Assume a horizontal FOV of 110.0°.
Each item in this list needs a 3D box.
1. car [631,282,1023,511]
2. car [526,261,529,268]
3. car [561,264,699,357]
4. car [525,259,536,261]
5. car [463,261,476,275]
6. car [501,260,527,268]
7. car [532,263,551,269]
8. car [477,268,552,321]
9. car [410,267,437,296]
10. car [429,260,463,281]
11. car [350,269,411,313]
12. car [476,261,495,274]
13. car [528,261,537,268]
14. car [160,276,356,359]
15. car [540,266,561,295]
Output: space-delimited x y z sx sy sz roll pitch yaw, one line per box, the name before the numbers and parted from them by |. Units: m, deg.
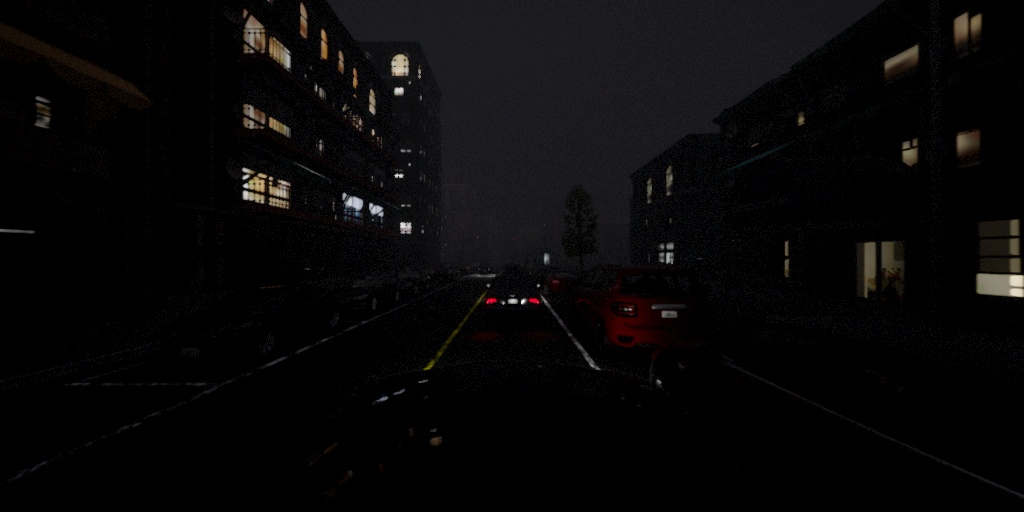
car | 2.690 1.194 2.975 1.967 1.591 4.097 0 0 0
car | 2.689 1.455 36.207 1.948 1.339 4.313 0 0 0
car | 2.690 1.087 8.515 2.192 1.841 5.009 0 0 0
car | 2.689 1.466 47.457 1.751 1.417 4.829 0 0 0
car | -5.691 1.355 41.747 1.967 1.591 4.097 0 0 0
car | 0.072 1.374 31.472 1.837 1.490 4.892 0 0 0
car | 2.689 1.404 25.130 1.948 1.339 4.313 0 0 0
car | 0.045 1.335 12.627 2.033 1.411 5.357 0 0 1
car | -5.691 1.364 19.591 2.007 1.370 4.403 0 0 0
car | -5.691 1.303 30.668 1.967 1.591 4.097 0 0 0
car | -5.690 1.343 14.053 2.007 1.370 4.403 0 0 0
car | -3.098 1.425 42.930 1.837 1.490 4.892 0 0 0
car | 2.689 1.414 30.668 2.007 1.370 4.403 0 0 0
car | -5.690 1.338 8.515 1.948 1.339 4.313 0 0 0
car | 2.690 1.396 19.591 1.802 1.307 4.207 0 0 0
